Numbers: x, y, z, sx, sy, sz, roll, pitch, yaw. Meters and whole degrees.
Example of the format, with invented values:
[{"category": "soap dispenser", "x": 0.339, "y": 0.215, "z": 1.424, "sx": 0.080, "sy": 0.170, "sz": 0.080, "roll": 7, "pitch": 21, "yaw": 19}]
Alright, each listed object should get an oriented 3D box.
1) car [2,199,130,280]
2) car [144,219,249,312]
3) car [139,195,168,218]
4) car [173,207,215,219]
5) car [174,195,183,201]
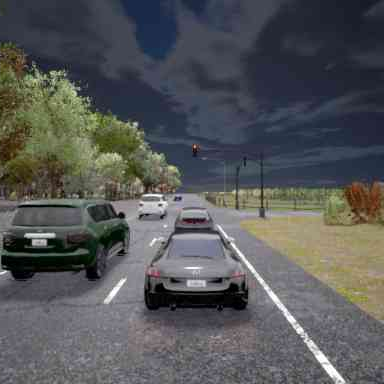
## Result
[{"category": "car", "x": -3.399, "y": 1.223, "z": 10.104, "sx": 2.150, "sy": 2.045, "sz": 5.566, "roll": 0, "pitch": 0, "yaw": 0}, {"category": "car", "x": 0.094, "y": 1.566, "z": 7.820, "sx": 1.994, "sy": 1.385, "sz": 4.181, "roll": 0, "pitch": 0, "yaw": 0}, {"category": "car", "x": -3.406, "y": 1.231, "z": 29.916, "sx": 2.150, "sy": 2.045, "sz": 5.566, "roll": 0, "pitch": 0, "yaw": 0}, {"category": "car", "x": 0.100, "y": 1.510, "z": 16.733, "sx": 1.837, "sy": 1.490, "sz": 4.892, "roll": 0, "pitch": 0, "yaw": 0}, {"category": "car", "x": -3.504, "y": 1.480, "z": 85.944, "sx": 1.882, "sy": 1.535, "sz": 5.008, "roll": 0, "pitch": 0, "yaw": 0}]
